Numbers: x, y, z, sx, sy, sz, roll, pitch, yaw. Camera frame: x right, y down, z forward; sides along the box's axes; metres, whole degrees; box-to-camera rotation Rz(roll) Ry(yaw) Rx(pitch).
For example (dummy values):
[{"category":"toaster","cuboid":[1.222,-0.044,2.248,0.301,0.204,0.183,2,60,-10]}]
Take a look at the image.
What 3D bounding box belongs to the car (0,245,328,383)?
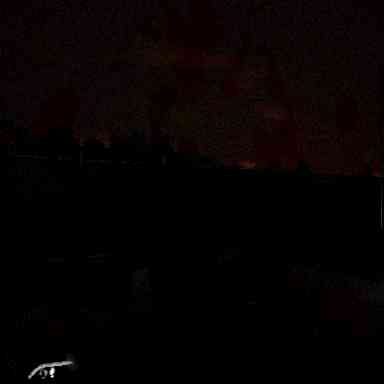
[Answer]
[{"category":"car","cuboid":[0.012,1.535,4.613,4.674,1.442,1.812,0,0,-35]}]
